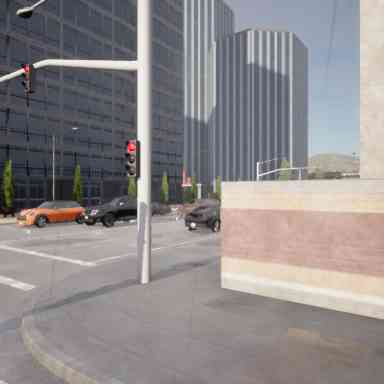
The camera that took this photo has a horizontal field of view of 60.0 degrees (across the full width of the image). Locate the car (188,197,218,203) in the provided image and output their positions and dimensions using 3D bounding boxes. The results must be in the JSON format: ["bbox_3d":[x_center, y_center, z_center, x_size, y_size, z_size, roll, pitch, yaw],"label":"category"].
[{"bbox_3d":[0.595,1.407,31.473,2.097,1.767,4.553,0,0,36],"label":"car"}]

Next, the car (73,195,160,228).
[{"bbox_3d":[-5.132,1.277,23.502,2.150,2.045,5.566,0,0,36],"label":"car"}]

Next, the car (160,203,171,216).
[{"bbox_3d":[-4.164,1.603,30.851,2.033,1.411,5.357,0,0,36],"label":"car"}]

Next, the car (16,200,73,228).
[{"bbox_3d":[-9.688,1.407,23.155,2.097,1.767,4.553,0,0,36],"label":"car"}]

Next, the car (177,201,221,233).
[{"bbox_3d":[1.486,1.560,20.373,1.837,1.490,4.892,0,0,36],"label":"car"}]

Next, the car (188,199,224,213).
[{"bbox_3d":[1.760,1.560,39.082,1.837,1.490,4.892,0,0,36],"label":"car"}]
